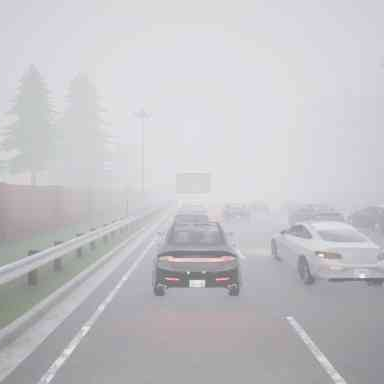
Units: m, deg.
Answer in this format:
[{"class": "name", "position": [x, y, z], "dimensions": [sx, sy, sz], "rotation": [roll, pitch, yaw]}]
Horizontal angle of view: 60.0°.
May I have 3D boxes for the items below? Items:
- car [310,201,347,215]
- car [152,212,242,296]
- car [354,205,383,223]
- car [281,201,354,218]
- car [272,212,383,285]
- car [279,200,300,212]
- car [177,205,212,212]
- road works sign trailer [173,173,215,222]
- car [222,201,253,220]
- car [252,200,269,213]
[{"class": "car", "position": [14.091, 1.601, 34.676], "dimensions": [1.895, 1.301, 4.718], "rotation": [0, 0, 0]}, {"class": "car", "position": [0.098, 1.491, 8.621], "dimensions": [2.128, 1.511, 4.902], "rotation": [0, 0, 0]}, {"class": "car", "position": [10.595, 1.504, 18.736], "dimensions": [1.837, 1.490, 4.892], "rotation": [0, 0, 0]}, {"class": "car", "position": [7.095, 1.491, 19.461], "dimensions": [2.128, 1.511, 4.902], "rotation": [0, 0, 0]}, {"class": "car", "position": [3.597, 1.526, 9.343], "dimensions": [1.812, 1.442, 4.674], "rotation": [0, 0, 0]}, {"class": "car", "position": [10.590, 1.526, 35.105], "dimensions": [1.812, 1.442, 4.674], "rotation": [0, 0, 0]}, {"class": "car", "position": [0.091, 1.474, 19.049], "dimensions": [1.882, 1.535, 5.008], "rotation": [0, 0, 4]}, {"class": "road works sign trailer", "position": [0.064, 0.464, 22.969], "dimensions": [2.380, 3.560, 2.880], "rotation": [0, 0, -2]}, {"class": "car", "position": [3.593, 1.601, 28.067], "dimensions": [1.895, 1.301, 4.718], "rotation": [0, 0, 0]}, {"class": "car", "position": [7.091, 1.563, 36.334], "dimensions": [1.994, 1.385, 4.181], "rotation": [0, 0, 0]}]
